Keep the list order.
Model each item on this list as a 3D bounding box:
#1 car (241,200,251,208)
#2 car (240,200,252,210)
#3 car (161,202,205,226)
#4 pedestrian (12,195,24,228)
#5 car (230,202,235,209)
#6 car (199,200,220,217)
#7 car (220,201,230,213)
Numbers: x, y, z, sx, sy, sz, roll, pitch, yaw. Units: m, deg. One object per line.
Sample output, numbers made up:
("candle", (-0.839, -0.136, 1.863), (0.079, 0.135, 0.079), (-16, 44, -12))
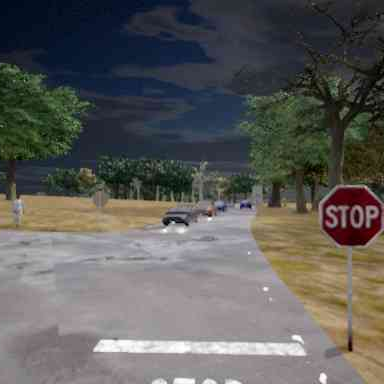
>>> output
("car", (10.712, 2.313, 65.705), (1.882, 1.535, 5.008), (0, -1, 8))
("car", (9.018, 2.116, 55.512), (1.882, 1.535, 5.008), (0, -1, 11))
("car", (-0.697, 1.724, 25.086), (2.033, 1.411, 5.357), (0, -1, 12))
("pedestrian", (-9.699, 1.047, 18.509), (0.375, 1.860, 0.375), (0, -4, 3))
("car", (6.805, 2.375, 60.472), (1.895, 1.301, 4.718), (0, -1, 10))
("car", (1.352, 1.670, 34.851), (2.097, 1.767, 4.553), (0, -1, 13))
("car", (3.665, 1.948, 45.074), (1.882, 1.535, 5.008), (0, -1, 12))
